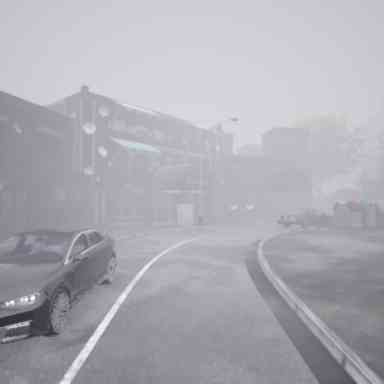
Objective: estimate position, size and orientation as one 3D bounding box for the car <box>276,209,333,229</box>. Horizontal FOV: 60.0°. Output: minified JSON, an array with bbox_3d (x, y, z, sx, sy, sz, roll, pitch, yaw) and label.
[{"bbox_3d":[8.761,1.949,25.057,5.357,1.411,2.033,1,-3,-33],"label":"car"}]

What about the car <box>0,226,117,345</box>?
[{"bbox_3d":[-2.913,1.510,6.788,2.128,1.511,4.902,0,0,2],"label":"car"}]
